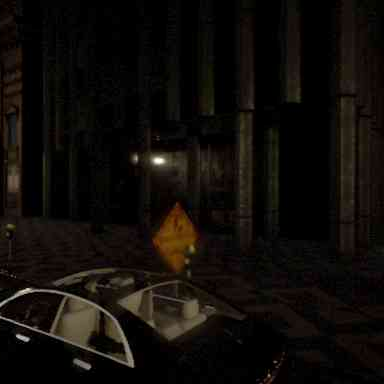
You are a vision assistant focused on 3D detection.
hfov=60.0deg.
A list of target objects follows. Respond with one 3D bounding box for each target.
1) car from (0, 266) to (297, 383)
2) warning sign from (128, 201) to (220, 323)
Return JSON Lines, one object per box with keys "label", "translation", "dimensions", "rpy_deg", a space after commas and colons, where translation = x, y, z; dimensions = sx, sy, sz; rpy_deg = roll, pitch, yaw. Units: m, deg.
{"label": "car", "translation": [-1.107, 1.548, 3.750], "dimensions": [4.403, 1.369, 2.008], "rpy_deg": [0, 0, 35]}
{"label": "warning sign", "translation": [-0.295, 1.112, 6.008], "dimensions": [1.060, 1.860, 1.300], "rpy_deg": [0, 0, 35]}
